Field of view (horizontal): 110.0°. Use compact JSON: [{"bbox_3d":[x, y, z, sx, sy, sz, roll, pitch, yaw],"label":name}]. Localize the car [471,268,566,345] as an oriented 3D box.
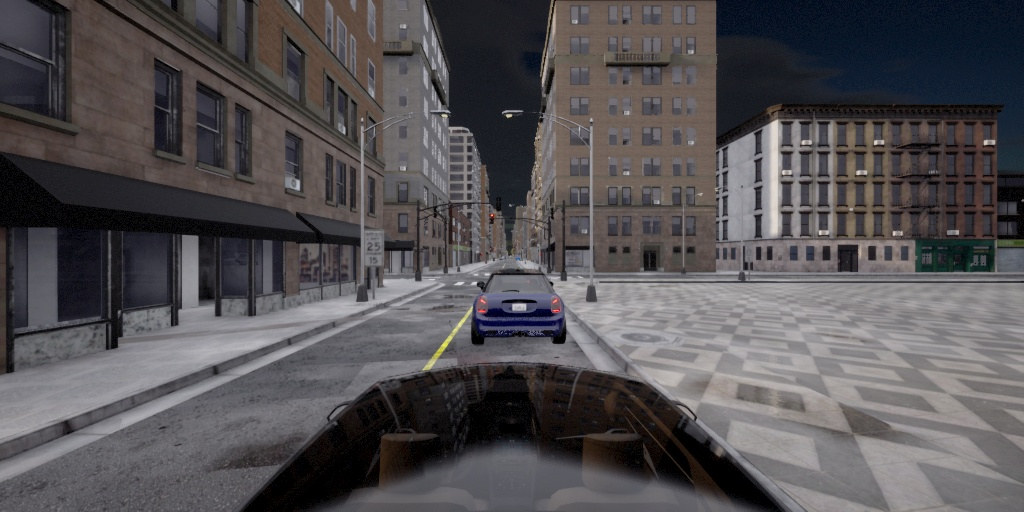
[{"bbox_3d":[0.100,1.102,9.706,2.097,1.767,4.553,0,0,-1],"label":"car"}]
